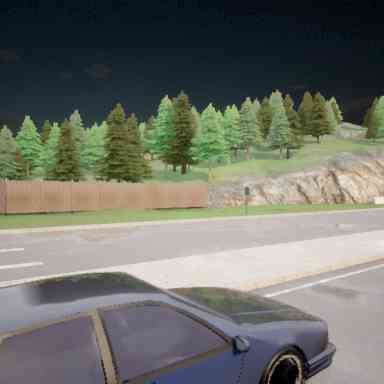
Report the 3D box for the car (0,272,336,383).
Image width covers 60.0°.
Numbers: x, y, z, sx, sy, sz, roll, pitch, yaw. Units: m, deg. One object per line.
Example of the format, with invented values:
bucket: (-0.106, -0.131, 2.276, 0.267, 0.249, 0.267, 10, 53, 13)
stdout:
car: (-0.932, 1.547, 3.085, 5.357, 1.411, 2.033, 0, 0, -35)
